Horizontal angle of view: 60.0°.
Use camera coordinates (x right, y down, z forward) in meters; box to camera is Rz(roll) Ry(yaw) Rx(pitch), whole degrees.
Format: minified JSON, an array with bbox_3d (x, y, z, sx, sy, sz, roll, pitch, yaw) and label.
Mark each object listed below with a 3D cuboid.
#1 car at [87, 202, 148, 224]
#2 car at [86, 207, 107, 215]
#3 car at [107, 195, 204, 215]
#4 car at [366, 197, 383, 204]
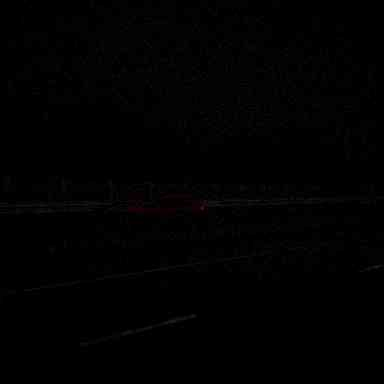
[{"bbox_3d":[-5.729,1.560,25.700,4.181,1.385,1.994,0,0,-35],"label":"car"},{"bbox_3d":[-4.521,1.474,22.264,5.008,1.535,1.882,0,0,-35],"label":"car"},{"bbox_3d":[-1.834,1.218,19.879,5.566,2.045,2.150,0,0,-35],"label":"car"},{"bbox_3d":[27.858,1.477,49.607,4.892,1.490,1.837,0,0,-35],"label":"car"}]
